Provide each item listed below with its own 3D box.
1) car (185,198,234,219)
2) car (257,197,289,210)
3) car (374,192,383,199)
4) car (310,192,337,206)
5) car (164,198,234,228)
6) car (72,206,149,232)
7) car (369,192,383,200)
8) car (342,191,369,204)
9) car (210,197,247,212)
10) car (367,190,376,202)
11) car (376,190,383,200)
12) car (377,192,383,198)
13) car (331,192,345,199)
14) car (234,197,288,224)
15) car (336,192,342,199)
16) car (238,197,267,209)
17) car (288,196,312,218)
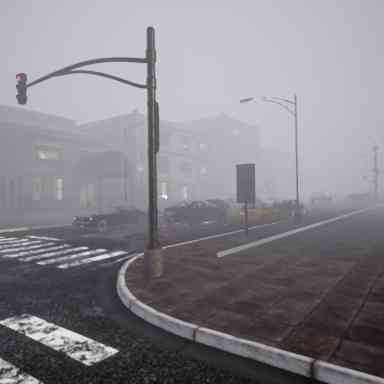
[{"bbox_3d":[1.576,1.316,27.752,1.812,1.442,4.674,-1,0,36],"label":"car"},{"bbox_3d":[9.434,1.265,38.537,1.895,1.301,4.718,-1,0,36],"label":"car"},{"bbox_3d":[40.136,0.720,70.893,1.947,1.339,4.313,-1,0,36],"label":"car"},{"bbox_3d":[17.100,1.091,43.726,1.994,1.385,4.181,-1,0,36],"label":"car"},{"bbox_3d":[0.302,1.287,20.602,2.128,1.511,4.902,-1,0,36],"label":"car"},{"bbox_3d":[-4.526,1.489,19.411,1.895,1.301,4.718,-1,0,37],"label":"car"},{"bbox_3d":[36.880,0.770,66.420,1.947,1.339,4.313,-1,0,36],"label":"car"},{"bbox_3d":[22.899,0.898,46.460,1.882,1.535,5.008,-1,0,36],"label":"car"},{"bbox_3d":[3.960,1.290,35.428,1.752,1.417,4.829,-1,0,36],"label":"car"},{"bbox_3d":[27.023,0.860,52.117,1.837,1.490,4.892,-1,0,36],"label":"car"},{"bbox_3d":[33.621,0.570,61.946,2.192,1.841,5.009,-1,0,36],"label":"car"},{"bbox_3d":[43.217,0.652,75.115,1.887,1.381,4.507,-1,0,36],"label":"car"},{"bbox_3d":[33.362,0.743,75.826,1.967,1.590,4.097,-1,0,36],"label":"car"},{"bbox_3d":[4.420,1.242,21.823,1.752,1.417,4.829,-1,0,36],"label":"car"},{"bbox_3d":[30.107,0.935,71.353,1.802,1.307,4.206,-1,0,36],"label":"car"},{"bbox_3d":[7.316,1.293,40.039,1.802,1.307,4.206,-1,0,36],"label":"car"},{"bbox_3d":[7.576,1.217,26.159,2.008,1.369,4.403,-1,0,36],"label":"car"}]
